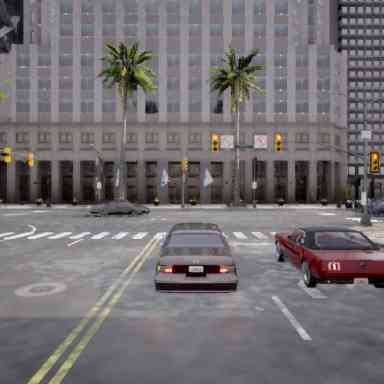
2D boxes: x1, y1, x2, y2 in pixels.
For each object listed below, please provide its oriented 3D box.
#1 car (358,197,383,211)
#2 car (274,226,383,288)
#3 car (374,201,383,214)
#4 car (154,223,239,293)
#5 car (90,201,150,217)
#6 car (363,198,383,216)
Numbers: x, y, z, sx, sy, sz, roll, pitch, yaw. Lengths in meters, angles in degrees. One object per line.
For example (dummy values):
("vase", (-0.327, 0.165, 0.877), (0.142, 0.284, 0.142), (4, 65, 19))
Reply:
("car", (21.401, 1.352, 37.817), (4.553, 1.767, 2.097), (0, 0, 0))
("car", (3.643, 1.601, 9.244), (1.895, 1.301, 4.718), (0, 0, 2))
("car", (21.667, 1.601, 34.315), (4.718, 1.301, 1.895), (0, 0, 0))
("car", (0.097, 1.547, 8.977), (2.033, 1.411, 5.357), (0, 0, 0))
("car", (-6.609, 1.547, 30.751), (5.357, 1.411, 2.033), (0, 0, 0))
("car", (18.756, 1.526, 30.630), (4.674, 1.442, 1.812), (0, 0, 0))
